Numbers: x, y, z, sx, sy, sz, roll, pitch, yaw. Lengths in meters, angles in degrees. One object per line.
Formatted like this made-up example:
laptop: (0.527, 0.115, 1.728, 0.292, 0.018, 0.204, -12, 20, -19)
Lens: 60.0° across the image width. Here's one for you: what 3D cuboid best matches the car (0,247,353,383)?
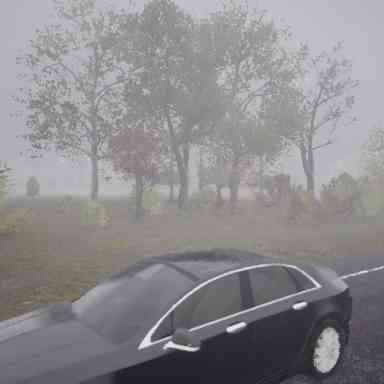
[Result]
car: (-0.031, 1.505, 3.927, 4.892, 1.490, 1.837, 0, 0, -35)
